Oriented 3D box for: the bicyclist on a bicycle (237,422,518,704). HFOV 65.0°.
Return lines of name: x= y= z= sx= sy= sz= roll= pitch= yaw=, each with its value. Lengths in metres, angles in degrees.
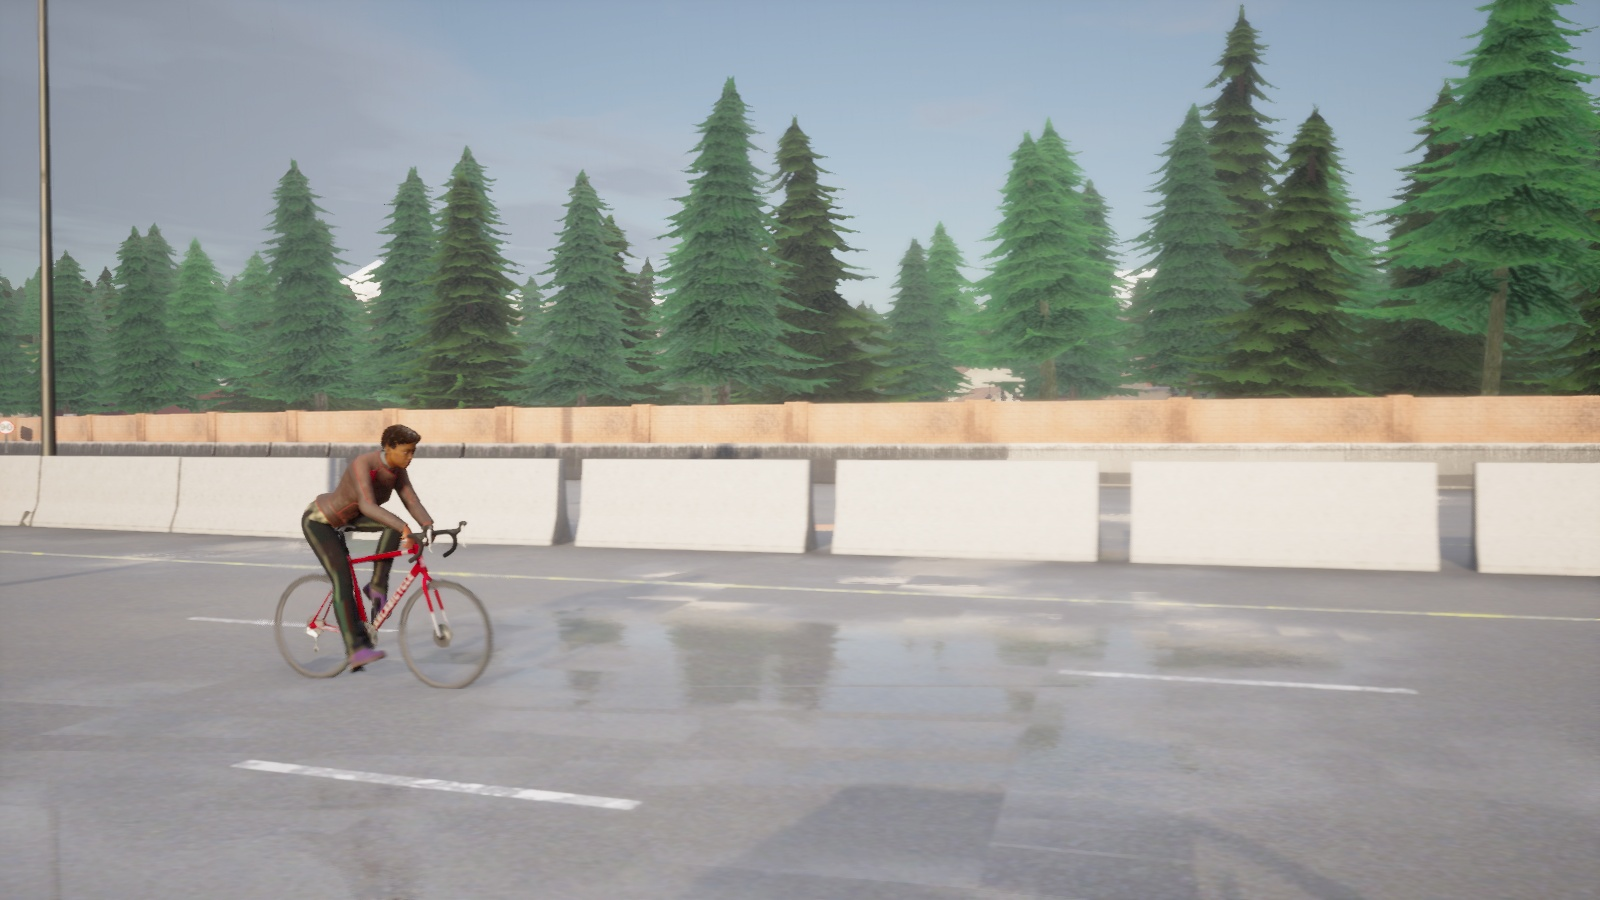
bicyclist on a bicycle: x=-2.638 y=0.647 z=7.833 sx=1.656 sy=1.620 sz=0.582 roll=1 pitch=1 yaw=20
